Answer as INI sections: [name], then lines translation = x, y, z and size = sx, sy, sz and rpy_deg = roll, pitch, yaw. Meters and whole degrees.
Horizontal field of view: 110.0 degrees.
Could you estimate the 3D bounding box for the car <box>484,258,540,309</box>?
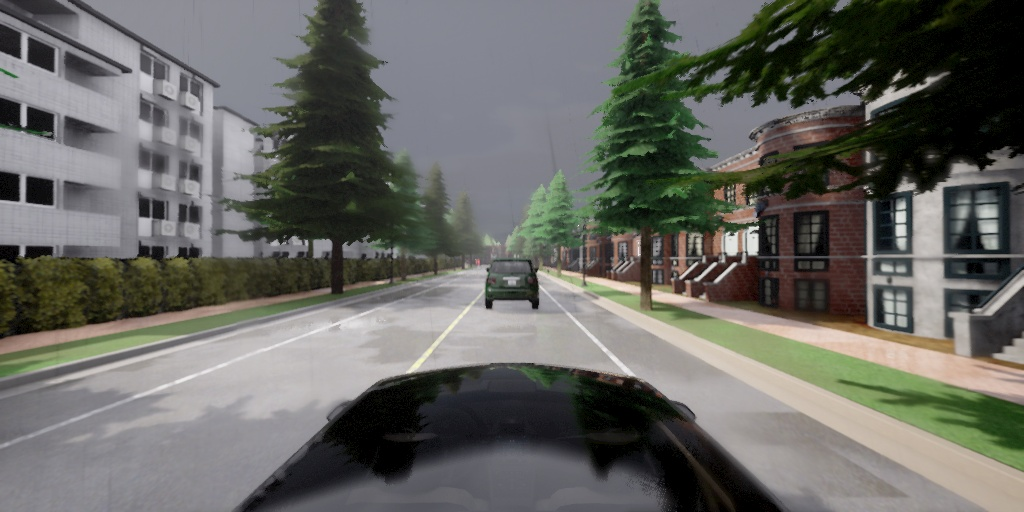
[car]
translation = 0.005, 1.099, 15.873
size = 2.150, 2.045, 5.566
rpy_deg = 0, 0, 0
